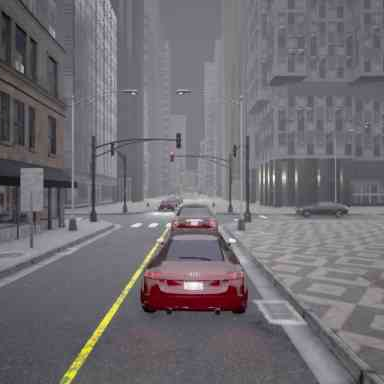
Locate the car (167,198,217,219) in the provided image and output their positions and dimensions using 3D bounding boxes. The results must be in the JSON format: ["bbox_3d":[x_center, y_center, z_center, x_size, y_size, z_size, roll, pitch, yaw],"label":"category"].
[{"bbox_3d":[0.161,1.356,16.275,2.097,1.767,4.553,0,0,2],"label":"car"}]

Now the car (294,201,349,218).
[{"bbox_3d":[11.760,1.543,30.318,4.674,1.442,1.812,0,0,1],"label":"car"}]

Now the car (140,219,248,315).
[{"bbox_3d":[0.088,1.565,7.654,1.994,1.385,4.181,0,0,2],"label":"car"}]

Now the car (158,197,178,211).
[{"bbox_3d":[-3.072,1.624,41.283,1.895,1.301,4.718,0,0,0],"label":"car"}]

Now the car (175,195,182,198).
[{"bbox_3d":[-3.063,1.581,50.935,2.033,1.411,5.357,0,0,0],"label":"car"}]

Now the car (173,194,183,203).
[{"bbox_3d":[-2.959,1.414,70.933,2.097,1.767,4.553,0,0,0],"label":"car"}]
